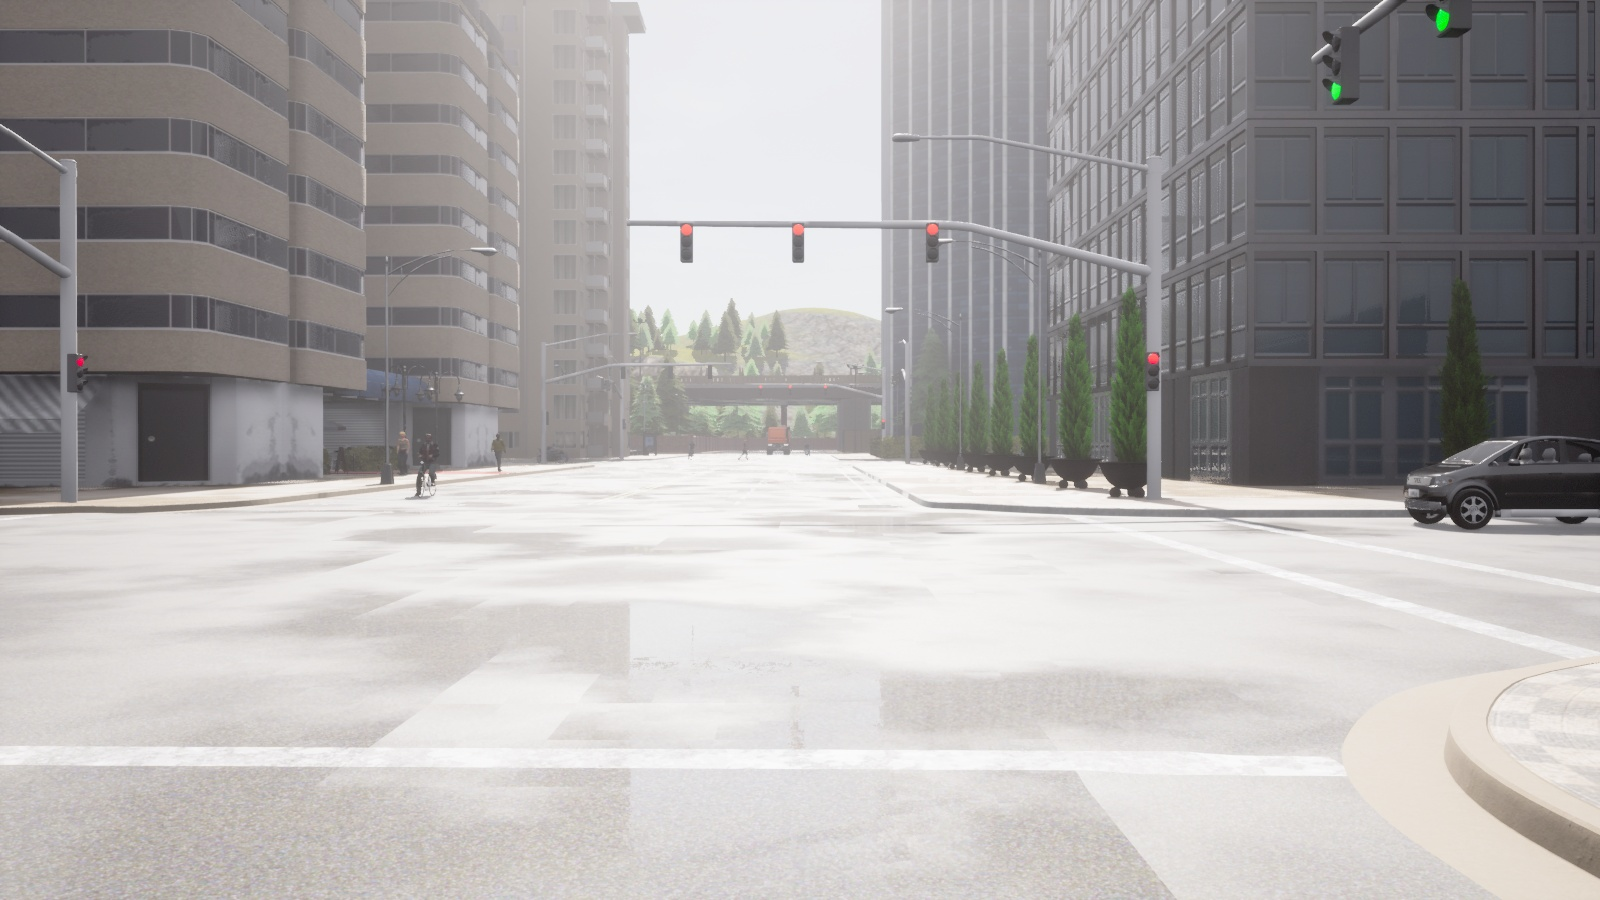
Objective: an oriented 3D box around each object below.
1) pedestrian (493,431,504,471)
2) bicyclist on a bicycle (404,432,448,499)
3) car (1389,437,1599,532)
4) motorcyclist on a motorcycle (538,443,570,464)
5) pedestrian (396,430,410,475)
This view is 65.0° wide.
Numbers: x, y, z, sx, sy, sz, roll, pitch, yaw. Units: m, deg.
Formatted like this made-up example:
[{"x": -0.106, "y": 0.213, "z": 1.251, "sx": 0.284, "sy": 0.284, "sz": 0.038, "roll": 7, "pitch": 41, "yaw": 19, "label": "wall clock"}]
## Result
[{"x": -13.880, "y": 0.041, "z": 57.859, "sx": 0.370, "sy": 1.835, "sz": 0.726, "roll": 0, "pitch": 0, "yaw": -2, "label": "pedestrian"}, {"x": -10.291, "y": 0.413, "z": 34.589, "sx": 0.659, "sy": 1.776, "sz": 1.843, "roll": 0, "pitch": 0, "yaw": 0, "label": "bicyclist on a bicycle"}, {"x": 12.269, "y": 0.559, "z": 21.319, "sx": 3.705, "sy": 1.549, "sz": 1.789, "roll": 0, "pitch": 0, "yaw": 1, "label": "car"}, {"x": -17.848, "y": 0.253, "z": 91.016, "sx": 2.191, "sy": 1.530, "sz": 0.866, "roll": 0, "pitch": 0, "yaw": -3, "label": "motorcyclist on a motorcycle"}, {"x": -16.290, "y": 0.101, "z": 51.486, "sx": 0.345, "sy": 1.836, "sz": 0.594, "roll": 0, "pitch": 0, "yaw": 5, "label": "pedestrian"}]
